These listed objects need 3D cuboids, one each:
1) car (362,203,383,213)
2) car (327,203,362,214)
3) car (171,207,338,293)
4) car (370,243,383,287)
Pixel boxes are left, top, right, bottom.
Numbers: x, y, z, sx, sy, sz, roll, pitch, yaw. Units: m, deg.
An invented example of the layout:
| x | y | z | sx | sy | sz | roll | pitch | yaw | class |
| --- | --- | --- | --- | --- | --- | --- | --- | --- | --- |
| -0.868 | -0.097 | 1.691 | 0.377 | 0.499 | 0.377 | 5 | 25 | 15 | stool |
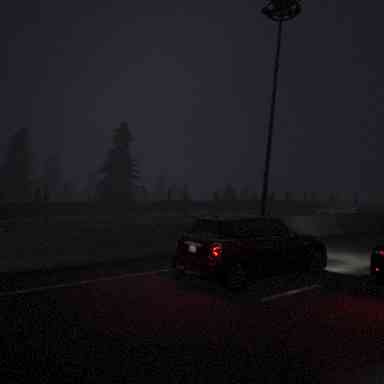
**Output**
| x | y | z | sx | sy | sz | roll | pitch | yaw | class |
| --- | --- | --- | --- | --- | --- | --- | --- | --- | --- |
| 21.456 | 2.010 | 40.769 | 5.357 | 1.411 | 2.033 | 2 | -1 | -35 | car |
| 13.400 | 1.820 | 30.739 | 4.674 | 1.442 | 1.812 | 1 | 0 | -35 | car |
| 1.746 | 1.420 | 9.289 | 4.553 | 1.767 | 2.097 | 1 | 0 | -35 | car |
| 6.338 | 1.593 | 8.265 | 4.902 | 1.511 | 2.128 | 1 | 0 | -35 | car |
